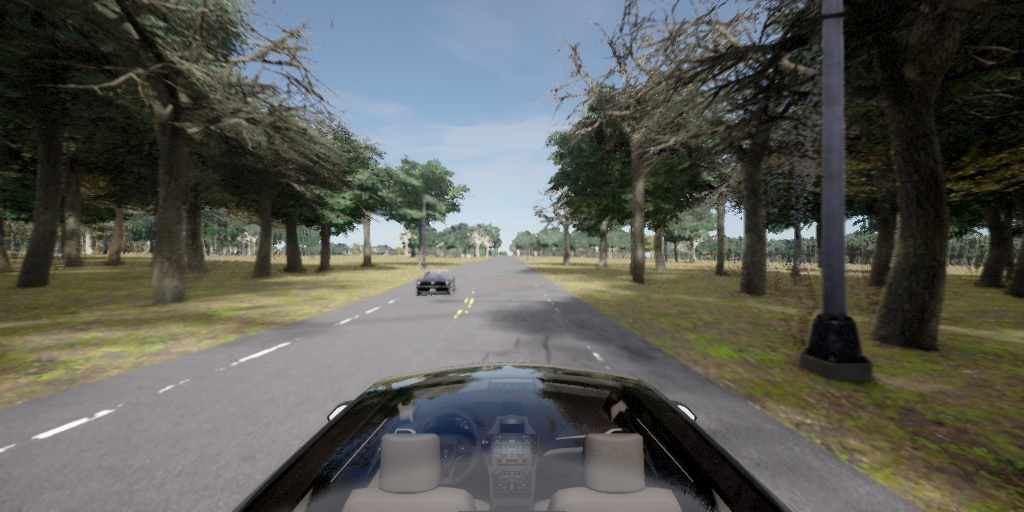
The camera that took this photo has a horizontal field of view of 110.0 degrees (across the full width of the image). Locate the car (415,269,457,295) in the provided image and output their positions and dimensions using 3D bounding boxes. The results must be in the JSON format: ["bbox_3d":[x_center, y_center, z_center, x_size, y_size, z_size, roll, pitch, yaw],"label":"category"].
[{"bbox_3d":[-4.236,1.449,20.497,1.895,1.301,4.718,0,0,-5],"label":"car"}]
